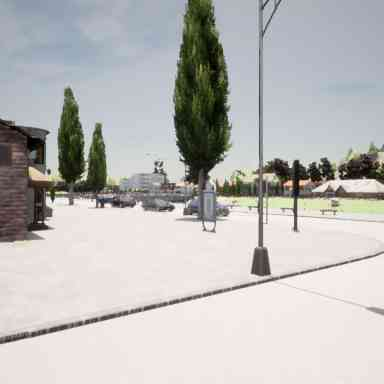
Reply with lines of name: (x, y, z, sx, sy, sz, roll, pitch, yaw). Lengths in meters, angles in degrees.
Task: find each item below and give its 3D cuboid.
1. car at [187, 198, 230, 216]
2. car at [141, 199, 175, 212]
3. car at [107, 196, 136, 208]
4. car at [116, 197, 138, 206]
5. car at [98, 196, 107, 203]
car: (1.482, 1.352, 31.287, 2.097, 1.767, 4.553, 0, 0, -36)
car: (-4.069, 1.547, 39.023, 2.033, 1.411, 5.357, 0, 0, -36)
car: (-9.863, 1.478, 47.138, 1.882, 1.535, 5.008, 0, 0, -36)
car: (-10.939, 1.526, 55.782, 1.812, 1.442, 4.674, 0, 0, -36)
car: (-16.894, 1.478, 64.074, 1.882, 1.535, 5.008, 0, 0, -36)
